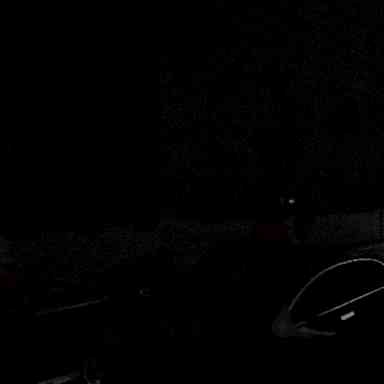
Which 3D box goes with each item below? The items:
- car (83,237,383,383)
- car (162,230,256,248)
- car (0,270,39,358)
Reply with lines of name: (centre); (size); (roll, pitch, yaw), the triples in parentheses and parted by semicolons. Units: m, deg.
car: (1.161, 1.499, 4.204); (4.892, 1.490, 1.837); (0, 0, -36)
car: (0.383, 1.538, 6.917); (4.507, 1.381, 1.887); (0, 0, -35)
car: (-4.178, 1.547, 3.664); (4.507, 1.381, 1.887); (0, 0, -35)
